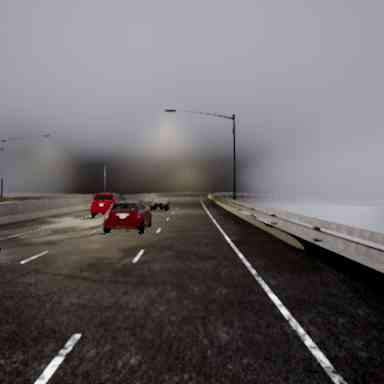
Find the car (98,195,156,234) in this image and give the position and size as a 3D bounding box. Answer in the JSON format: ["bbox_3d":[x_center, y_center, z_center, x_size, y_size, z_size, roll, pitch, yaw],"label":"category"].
[{"bbox_3d":[-3.519,1.263,18.913,2.097,1.767,4.553,0,0,0],"label":"car"}]

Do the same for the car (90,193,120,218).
[{"bbox_3d":[-7.043,1.092,28.567,2.150,2.045,5.566,0,0,0],"label":"car"}]

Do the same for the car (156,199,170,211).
[{"bbox_3d":[-3.531,1.410,37.211,1.895,1.301,4.718,0,0,0],"label":"car"}]

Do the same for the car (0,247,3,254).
[{"bbox_3d":[-6.959,1.528,8.152,2.033,1.411,5.357,0,0,0],"label":"car"}]
